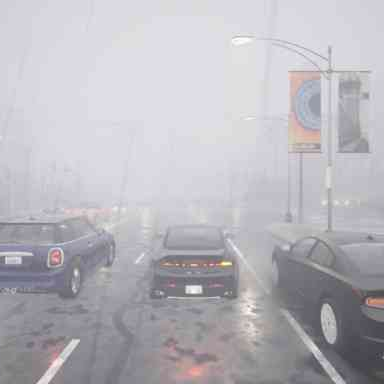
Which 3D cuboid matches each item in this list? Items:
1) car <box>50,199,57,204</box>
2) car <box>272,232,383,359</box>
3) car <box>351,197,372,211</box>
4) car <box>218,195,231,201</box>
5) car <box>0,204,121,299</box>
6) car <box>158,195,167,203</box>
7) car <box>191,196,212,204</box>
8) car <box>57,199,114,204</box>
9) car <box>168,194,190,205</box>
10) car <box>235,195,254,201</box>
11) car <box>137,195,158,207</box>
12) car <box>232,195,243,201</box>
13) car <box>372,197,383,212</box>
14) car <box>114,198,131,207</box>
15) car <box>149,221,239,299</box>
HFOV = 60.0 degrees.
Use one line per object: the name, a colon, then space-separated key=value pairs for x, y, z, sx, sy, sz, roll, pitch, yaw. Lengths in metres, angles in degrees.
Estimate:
car: x=-10.639 y=1.352 z=27.166 sx=2.097 sy=1.767 sz=4.553 roll=0 pitch=0 yaw=0
car: x=2.892 y=1.480 z=6.235 sx=2.097 sy=1.535 sz=5.008 roll=0 pitch=0 yaw=0
car: x=21.836 y=1.352 z=40.491 sx=4.553 sy=1.767 sz=2.097 roll=0 pitch=0 yaw=-1
car: x=9.143 y=1.525 z=89.184 sx=4.902 sy=1.511 sz=2.128 roll=0 pitch=0 yaw=-37
car: x=-3.449 y=1.352 z=8.591 sx=2.097 sy=1.767 sz=4.553 roll=0 pitch=0 yaw=0
car: x=-6.925 y=1.350 z=69.009 sx=2.097 sy=1.767 sz=4.553 roll=0 pitch=0 yaw=22
car: x=2.221 y=1.547 z=63.454 sx=2.033 sy=1.411 sz=5.357 roll=0 pitch=0 yaw=22
car: x=-7.134 y=1.352 z=22.766 sx=2.097 sy=1.767 sz=4.553 roll=0 pitch=0 yaw=0
car: x=-2.285 y=1.564 z=59.799 sx=1.994 sy=1.385 sz=4.181 roll=0 pitch=0 yaw=13
car: x=13.887 y=1.525 z=88.167 sx=4.902 sy=1.511 sz=2.128 roll=0 pitch=0 yaw=-37
car: x=-7.024 y=1.547 z=50.780 sx=2.033 sy=1.411 sz=5.357 roll=0 pitch=0 yaw=2
car: x=13.026 y=1.552 z=83.363 sx=4.181 sy=1.385 sz=1.994 roll=0 pitch=0 yaw=-32
car: x=23.103 y=1.352 z=37.002 sx=4.553 sy=1.767 sz=2.097 roll=0 pitch=0 yaw=-1
car: x=-10.446 y=1.564 z=49.846 sx=1.994 sy=1.385 sz=4.181 roll=0 pitch=0 yaw=2
car: x=0.049 y=1.505 z=8.403 sx=1.837 sy=1.490 sz=4.892 roll=0 pitch=0 yaw=0
